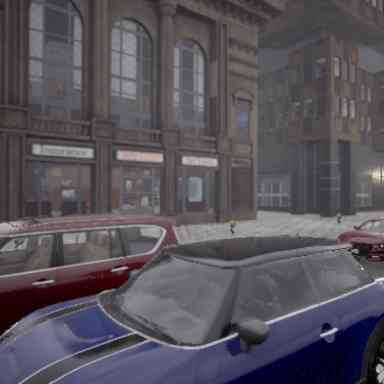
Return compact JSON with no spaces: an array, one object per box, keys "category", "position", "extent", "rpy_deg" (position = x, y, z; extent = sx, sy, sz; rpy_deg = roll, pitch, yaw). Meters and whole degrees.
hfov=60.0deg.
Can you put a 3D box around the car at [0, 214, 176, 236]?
[{"category":"car","position":[-2.309,1.317,4.998],"extent":[5.009,1.841,2.192],"rpy_deg":[0,0,-36]}]

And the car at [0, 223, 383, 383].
[{"category":"car","position":[0.244,1.355,3.555],"extent":[4.553,1.767,2.097],"rpy_deg":[0,0,-36]}]

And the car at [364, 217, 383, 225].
[{"category":"car","position":[6.805,1.561,11.514],"extent":[4.507,1.381,1.887],"rpy_deg":[0,0,-36]}]
